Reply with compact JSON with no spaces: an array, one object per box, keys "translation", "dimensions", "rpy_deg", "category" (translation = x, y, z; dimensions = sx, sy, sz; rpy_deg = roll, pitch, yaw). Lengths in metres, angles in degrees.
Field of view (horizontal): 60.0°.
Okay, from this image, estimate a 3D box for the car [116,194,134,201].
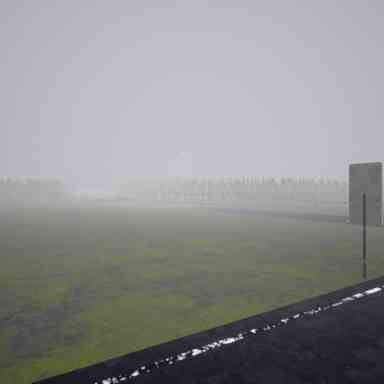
[{"translation":[-13.255,1.132,65.083],"dimensions":[1.895,1.301,4.718],"rpy_deg":[0,0,-36],"category":"car"}]
